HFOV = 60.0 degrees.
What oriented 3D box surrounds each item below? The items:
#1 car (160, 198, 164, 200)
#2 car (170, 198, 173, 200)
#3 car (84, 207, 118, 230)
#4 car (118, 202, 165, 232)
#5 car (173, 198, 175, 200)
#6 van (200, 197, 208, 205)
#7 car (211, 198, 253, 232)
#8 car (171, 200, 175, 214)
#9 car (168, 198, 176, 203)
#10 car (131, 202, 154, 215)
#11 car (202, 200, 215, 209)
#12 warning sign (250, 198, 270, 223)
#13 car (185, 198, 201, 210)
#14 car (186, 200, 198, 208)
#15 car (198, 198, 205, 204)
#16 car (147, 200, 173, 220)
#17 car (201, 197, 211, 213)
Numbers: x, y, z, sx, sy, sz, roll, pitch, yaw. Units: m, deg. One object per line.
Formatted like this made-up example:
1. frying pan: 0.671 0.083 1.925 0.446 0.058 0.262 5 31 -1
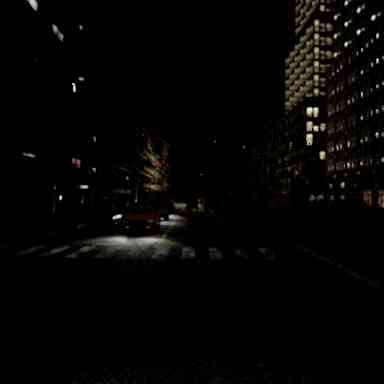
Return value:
1. car: -5.673 1.862 49.429 1.967 1.590 4.097 0 -1 0
2. car: -5.667 2.186 71.363 1.752 1.417 4.829 0 -1 0
3. car: -5.680 1.685 21.796 2.008 1.369 4.403 0 -1 0
4. car: -3.086 1.629 21.265 1.882 1.535 5.008 0 -1 0
5. car: -5.666 2.269 77.058 1.887 1.381 4.507 0 -1 0
6. van: 2.715 2.135 77.057 1.690 1.788 3.998 0 -1 0
7. car: 2.701 1.519 21.795 2.192 1.841 5.009 0 -1 0
8. car: -3.054 1.951 40.666 1.895 1.301 4.718 0 -1 0
9. car: -5.662 2.462 93.638 1.887 1.381 4.507 0 -1 0
10. car: -5.676 1.855 38.375 2.008 1.369 4.403 0 -1 0
11. car: 2.708 2.095 54.951 1.887 1.381 4.507 0 -1 0
12. warning sign: 5.090 1.371 25.053 1.300 1.860 1.060 1 0 0
13. car: 0.021 1.959 50.569 1.882 1.535 5.008 0 -1 0
14. car: 0.024 2.141 60.985 2.033 1.411 5.357 0 -1 0
15. car: 2.718 2.426 93.635 1.967 1.590 4.097 0 -1 0
16. car: -3.076 1.772 30.721 1.812 1.442 4.674 0 -1 0
17. car: 2.706 1.747 43.900 2.192 1.841 5.009 0 -1 0
